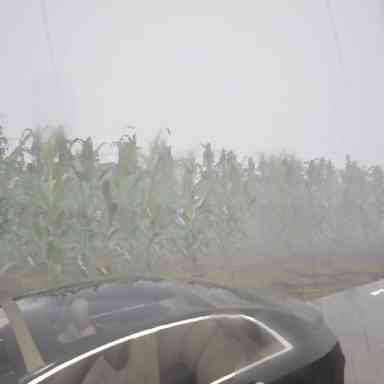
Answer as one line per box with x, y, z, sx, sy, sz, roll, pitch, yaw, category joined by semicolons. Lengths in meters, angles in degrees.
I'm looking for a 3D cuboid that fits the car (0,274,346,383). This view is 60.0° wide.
-0.867;1.509;2.325;4.892;1.490;1.837;0;0;-35;car
